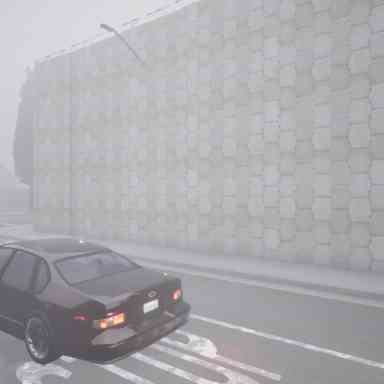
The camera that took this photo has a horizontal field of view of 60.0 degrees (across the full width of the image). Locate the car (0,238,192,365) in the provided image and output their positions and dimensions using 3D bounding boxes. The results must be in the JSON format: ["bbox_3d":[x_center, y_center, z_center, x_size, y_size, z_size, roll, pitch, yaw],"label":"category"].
[{"bbox_3d":[-2.592,1.547,5.825,5.357,1.411,2.033,0,0,35],"label":"car"}]
